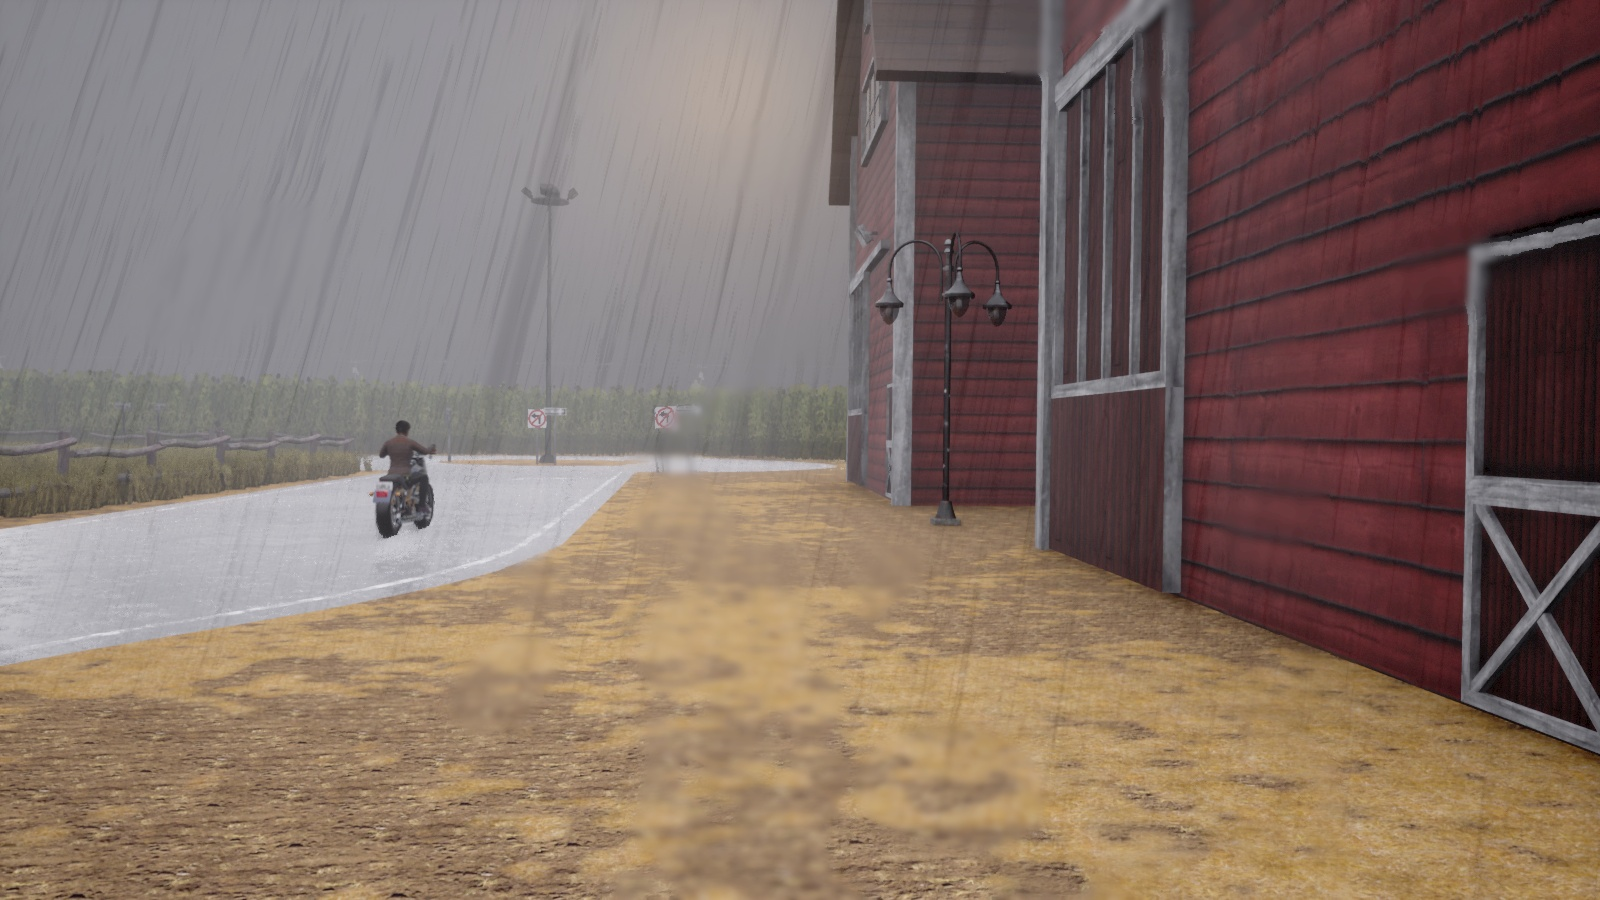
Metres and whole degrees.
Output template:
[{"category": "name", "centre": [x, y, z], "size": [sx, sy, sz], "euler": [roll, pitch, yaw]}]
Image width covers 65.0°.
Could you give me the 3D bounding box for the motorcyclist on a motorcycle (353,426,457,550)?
[{"category": "motorcyclist on a motorcycle", "centre": [-5.597, 0.487, 17.954], "size": [0.766, 1.649, 2.350], "euler": [-1, 1, -1]}]
